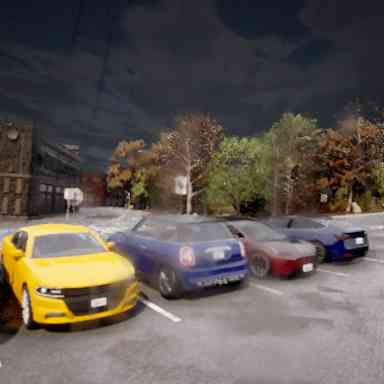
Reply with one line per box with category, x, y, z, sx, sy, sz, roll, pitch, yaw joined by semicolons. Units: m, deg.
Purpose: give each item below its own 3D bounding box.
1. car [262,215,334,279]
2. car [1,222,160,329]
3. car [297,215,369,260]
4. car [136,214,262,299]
car;1.616;1.553;10.562;2.163;1.488;4.792;0;0;-35
car;-2.935;1.495;7.359;2.097;1.535;5.008;1;0;-35
car;3.849;1.563;12.227;2.163;1.488;4.792;0;0;-36
car;-0.650;1.387;8.943;2.185;1.767;4.553;0;0;-36
